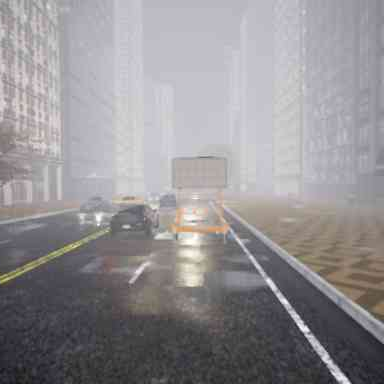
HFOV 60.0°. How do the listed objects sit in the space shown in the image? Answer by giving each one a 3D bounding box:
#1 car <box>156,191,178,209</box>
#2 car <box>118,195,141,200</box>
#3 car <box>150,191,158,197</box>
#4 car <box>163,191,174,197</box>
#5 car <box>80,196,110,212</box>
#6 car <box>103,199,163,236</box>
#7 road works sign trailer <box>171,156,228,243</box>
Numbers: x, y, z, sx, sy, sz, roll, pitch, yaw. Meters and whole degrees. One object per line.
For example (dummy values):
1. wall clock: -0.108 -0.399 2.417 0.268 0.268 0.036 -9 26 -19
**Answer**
1. car: -2.391 0.946 35.938 1.882 1.535 5.008 0 1 1
2. car: -5.912 1.033 31.749 1.882 1.535 5.008 0 1 1
3. car: -8.228 0.409 73.702 1.895 1.301 4.718 0 1 1
4. car: -5.007 0.450 72.250 1.895 1.301 4.718 0 1 1
5. car: -9.161 1.101 31.814 1.812 1.442 4.674 0 1 1
6. car: -2.780 1.289 16.680 1.812 1.442 4.674 0 1 1
7. road works sign trailer: 0.339 0.238 14.649 2.380 3.560 2.880 0 1 2
